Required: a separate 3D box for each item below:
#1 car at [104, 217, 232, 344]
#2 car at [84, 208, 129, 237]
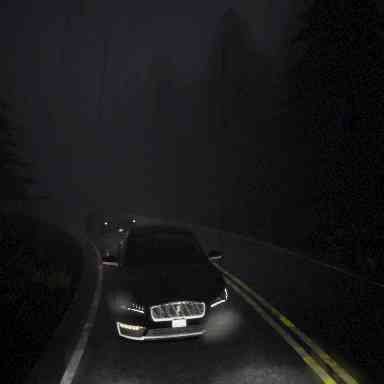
[{"bbox_3d":[-0.645,1.495,6.802,1.837,1.490,4.892,-1,0,-11],"label":"car"},{"bbox_3d":[-4.632,1.611,18.538,1.895,1.301,4.718,-3,1,-29],"label":"car"}]
